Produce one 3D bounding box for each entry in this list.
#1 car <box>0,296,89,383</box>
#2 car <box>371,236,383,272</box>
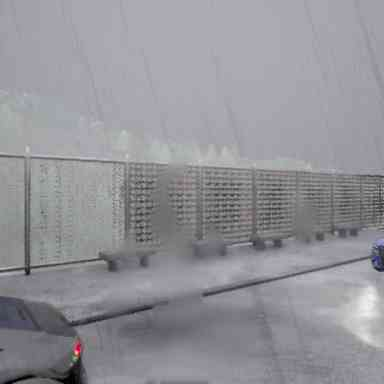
[{"bbox_3d":[-2.980,1.562,2.470,4.181,1.385,1.994,0,0,-35],"label":"car"},{"bbox_3d":[7.158,1.480,9.685,5.008,1.535,1.882,0,0,-35],"label":"car"}]
